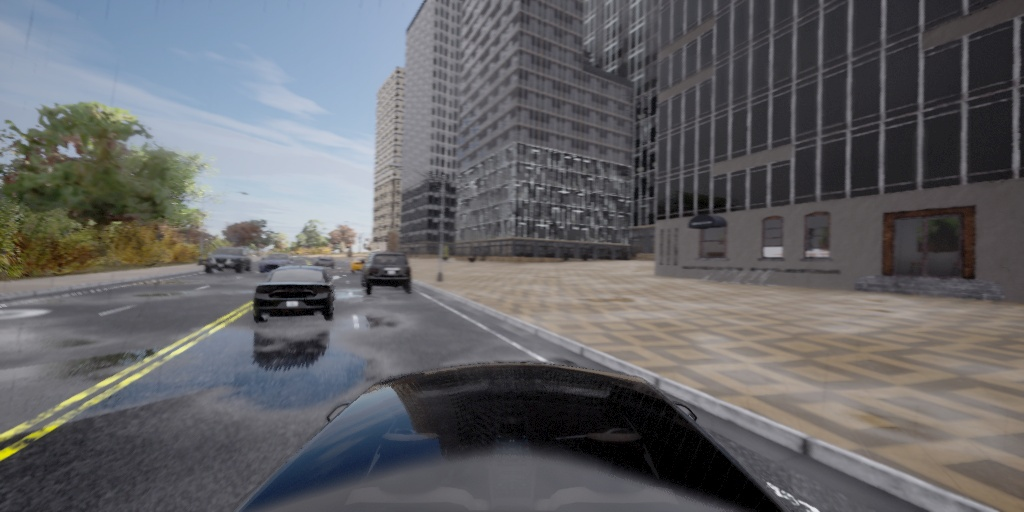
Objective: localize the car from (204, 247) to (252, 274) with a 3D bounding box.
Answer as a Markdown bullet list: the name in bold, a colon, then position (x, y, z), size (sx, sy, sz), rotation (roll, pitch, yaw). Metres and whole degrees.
- **car**: position (-22.469, 0.327, 28.627), size (2.150, 2.045, 5.566), rotation (2, -1, -27)

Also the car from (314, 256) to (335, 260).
- **car**: position (-20.623, 0.702, 39.553), size (2.128, 1.511, 4.902), rotation (2, 0, -28)

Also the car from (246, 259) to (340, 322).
- **car**: position (-6.643, 1.039, 11.393), size (1.882, 1.535, 5.008), rotation (2, 0, -25)

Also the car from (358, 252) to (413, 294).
- **car**: position (-6.737, 0.808, 19.105), size (2.150, 2.045, 5.566), rotation (2, 0, -25)

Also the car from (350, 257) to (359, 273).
- **car**: position (-14.862, 0.858, 35.472), size (1.882, 1.535, 5.008), rotation (2, 0, -27)

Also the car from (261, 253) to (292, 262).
- **car**: position (-19.472, 0.557, 29.880), size (2.097, 1.767, 4.553), rotation (2, 0, -27)
